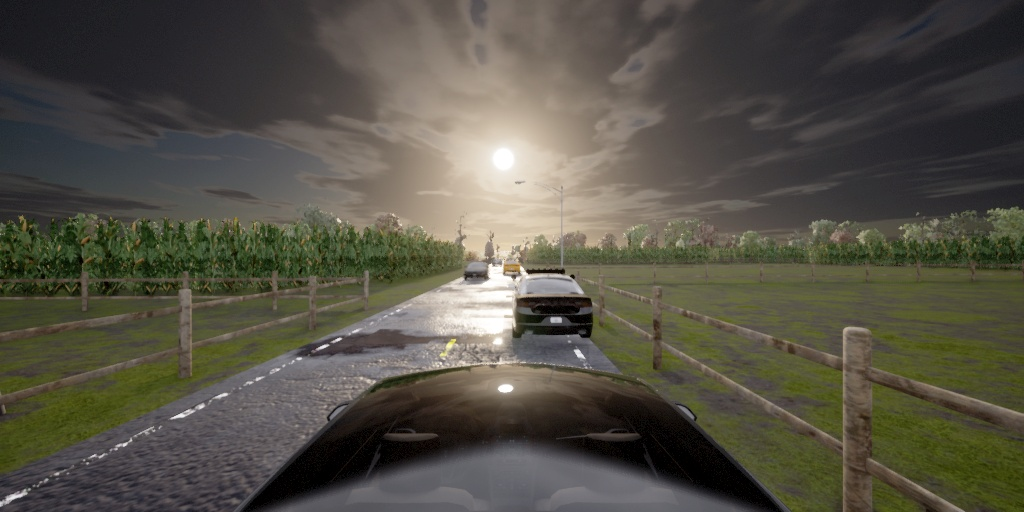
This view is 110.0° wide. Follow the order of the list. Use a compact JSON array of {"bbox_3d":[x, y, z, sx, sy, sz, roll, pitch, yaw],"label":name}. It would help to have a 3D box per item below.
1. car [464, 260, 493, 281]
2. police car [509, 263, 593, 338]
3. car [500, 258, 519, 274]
[{"bbox_3d":[-2.925,1.218,30.432,1.882,1.535,5.008,0,0,0],"label":"car"},{"bbox_3d":[0.943,1.174,10.292,1.930,1.638,5.238,0,0,0],"label":"police car"},{"bbox_3d":[-0.020,1.209,40.487,1.882,1.535,5.008,0,0,0],"label":"car"}]
